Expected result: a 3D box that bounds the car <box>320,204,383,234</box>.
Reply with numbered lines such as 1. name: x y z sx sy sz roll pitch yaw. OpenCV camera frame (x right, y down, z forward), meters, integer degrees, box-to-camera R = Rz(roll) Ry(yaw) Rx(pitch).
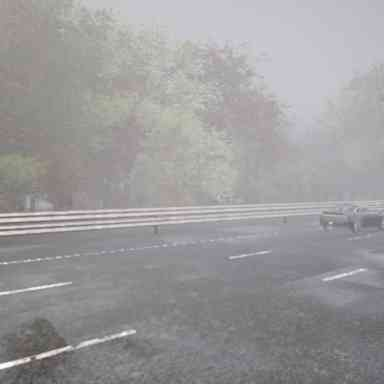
1. car: 9.312 1.442 18.962 4.902 1.511 2.128 0 0 -35
